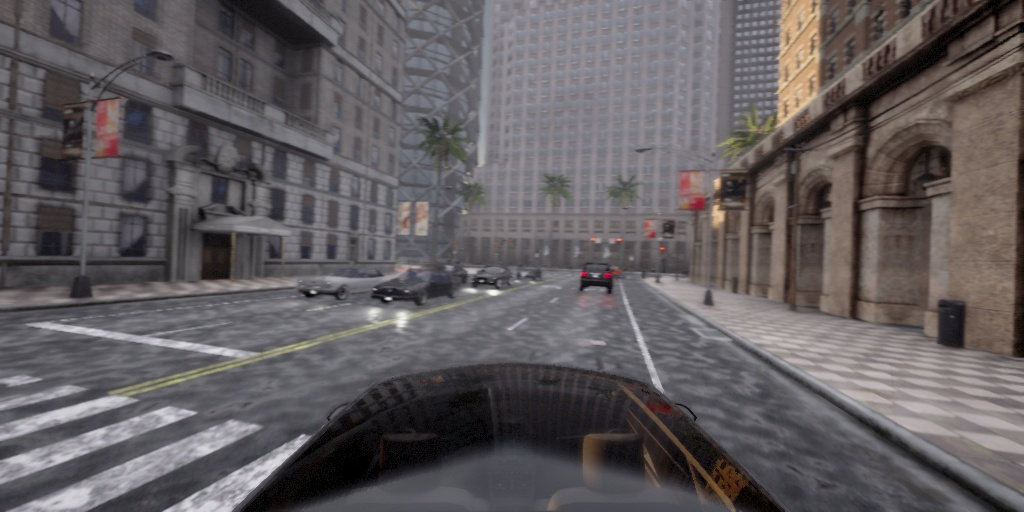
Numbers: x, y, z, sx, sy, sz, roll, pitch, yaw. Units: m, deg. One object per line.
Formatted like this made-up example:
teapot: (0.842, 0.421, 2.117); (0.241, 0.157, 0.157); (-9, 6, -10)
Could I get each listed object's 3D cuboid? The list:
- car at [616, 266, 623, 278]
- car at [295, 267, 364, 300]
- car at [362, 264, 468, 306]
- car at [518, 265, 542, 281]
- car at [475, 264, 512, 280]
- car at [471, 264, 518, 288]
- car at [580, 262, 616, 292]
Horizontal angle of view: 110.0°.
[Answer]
car: (14.450, 2.112, 51.586); (2.097, 1.767, 4.553); (3, 0, 30)
car: (-7.439, 1.191, 16.601); (1.895, 1.301, 4.718); (2, -1, 15)
car: (-3.952, 1.271, 16.088); (2.033, 1.411, 5.357); (2, -1, 15)
car: (1.795, 1.626, 36.292); (2.128, 1.511, 4.902); (2, -1, 16)
car: (-1.796, 1.540, 36.482); (2.033, 1.411, 5.357); (2, 0, 16)
car: (-1.297, 1.419, 25.555); (1.837, 1.490, 4.892); (2, -1, 16)
car: (6.219, 1.483, 26.046); (2.150, 2.045, 5.566); (2, -1, 16)
